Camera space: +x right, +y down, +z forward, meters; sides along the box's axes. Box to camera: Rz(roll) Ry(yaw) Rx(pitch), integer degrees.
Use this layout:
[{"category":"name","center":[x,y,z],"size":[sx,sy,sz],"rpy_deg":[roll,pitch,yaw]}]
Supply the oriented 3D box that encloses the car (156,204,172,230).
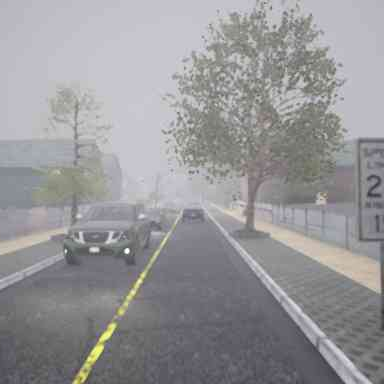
[{"category":"car","center":[-2.831,1.807,23.460],"size":[2.033,1.411,5.357],"rpy_deg":[0,-1,0]}]

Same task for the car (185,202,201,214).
[{"category":"car","center":[0.116,2.012,42.707],"size":[2.033,1.411,5.357],"rpy_deg":[0,-1,0]}]

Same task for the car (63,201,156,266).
[{"category":"car","center":[-2.846,1.362,12.453],"size":[2.150,2.045,5.566],"rpy_deg":[0,-1,0]}]

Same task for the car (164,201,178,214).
[{"category":"car","center":[-2.834,1.959,41.766],"size":[1.837,1.490,4.892],"rpy_deg":[0,-1,0]}]

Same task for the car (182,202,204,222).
[{"category":"car","center":[0.112,1.810,30.217],"size":[1.882,1.535,5.008],"rpy_deg":[0,-1,0]}]
